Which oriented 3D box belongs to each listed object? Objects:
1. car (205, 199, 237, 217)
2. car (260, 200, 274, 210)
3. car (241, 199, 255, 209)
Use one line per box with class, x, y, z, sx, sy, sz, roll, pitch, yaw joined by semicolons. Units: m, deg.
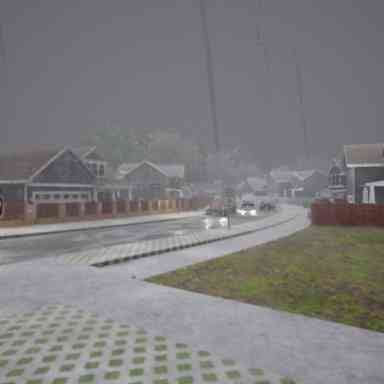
car;2.940;1.473;33.140;2.097;1.767;4.553;0;0;23
car;10.301;1.772;45.554;1.895;1.301;4.718;0;0;13
car;8.264;1.696;49.027;1.895;1.301;4.718;0;0;11
